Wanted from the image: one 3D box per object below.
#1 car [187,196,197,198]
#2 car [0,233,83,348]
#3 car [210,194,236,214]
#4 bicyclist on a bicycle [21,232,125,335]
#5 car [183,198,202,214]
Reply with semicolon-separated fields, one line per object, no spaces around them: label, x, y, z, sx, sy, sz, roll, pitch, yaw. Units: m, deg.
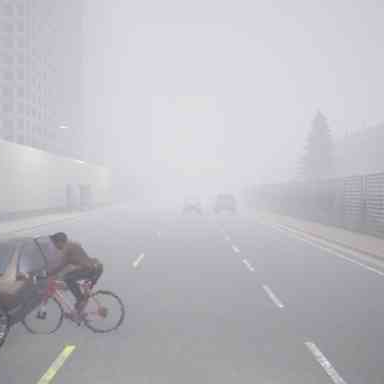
car;-0.017;1.352;45.061;2.097;1.767;4.553;0;0;0
car;-3.605;1.547;6.274;2.033;1.411;5.357;0;0;0
car;3.502;1.223;36.241;2.150;2.045;5.566;0;0;1
bicyclist on a bicycle;-1.903;1.455;5.252;1.656;1.620;0.582;-2;0;0
car;0.041;1.601;35.173;1.895;1.301;4.718;0;0;0
